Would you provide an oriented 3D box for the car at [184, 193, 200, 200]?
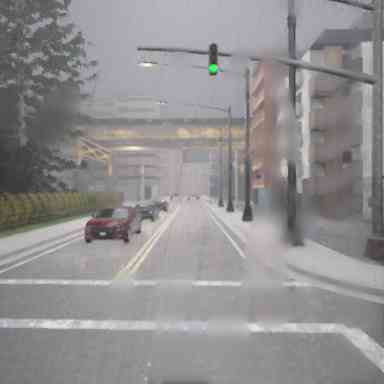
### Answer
[{"bbox_3d":[0.545,1.155,74.689,2.038,1.542,4.974,0,0,-20],"label":"car"}]

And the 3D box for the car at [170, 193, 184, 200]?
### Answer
[{"bbox_3d":[-3.615,1.167,74.998,2.038,1.542,4.974,0,0,25],"label":"car"}]

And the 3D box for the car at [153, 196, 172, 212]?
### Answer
[{"bbox_3d":[-3.554,1.424,35.498,1.994,1.385,4.181,0,0,0],"label":"car"}]

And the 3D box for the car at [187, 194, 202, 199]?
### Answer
[{"bbox_3d":[0.527,0.998,74.737,1.853,1.218,4.536,0,0,-20],"label":"car"}]

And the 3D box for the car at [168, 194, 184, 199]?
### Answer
[{"bbox_3d":[-3.594,1.009,75.045,1.853,1.218,4.536,0,0,25],"label":"car"}]

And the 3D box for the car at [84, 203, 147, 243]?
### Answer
[{"bbox_3d":[-3.596,1.410,15.906,1.882,1.535,5.008,0,0,0],"label":"car"}]

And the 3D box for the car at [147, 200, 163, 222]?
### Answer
[{"bbox_3d":[-3.587,1.499,25.278,1.895,1.301,4.718,0,0,0],"label":"car"}]
